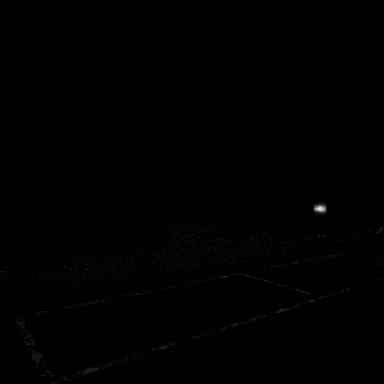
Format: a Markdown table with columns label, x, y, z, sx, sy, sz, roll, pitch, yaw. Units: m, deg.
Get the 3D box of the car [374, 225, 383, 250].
| label | x | y | z | sx | sy | sz | roll | pitch | yaw |
| --- | --- | --- | --- | --- | --- | --- | --- | --- | --- |
| car | 8.861 | 1.438 | 12.956 | 4.097 | 1.590 | 1.967 | 0 | -1 | -35 |
